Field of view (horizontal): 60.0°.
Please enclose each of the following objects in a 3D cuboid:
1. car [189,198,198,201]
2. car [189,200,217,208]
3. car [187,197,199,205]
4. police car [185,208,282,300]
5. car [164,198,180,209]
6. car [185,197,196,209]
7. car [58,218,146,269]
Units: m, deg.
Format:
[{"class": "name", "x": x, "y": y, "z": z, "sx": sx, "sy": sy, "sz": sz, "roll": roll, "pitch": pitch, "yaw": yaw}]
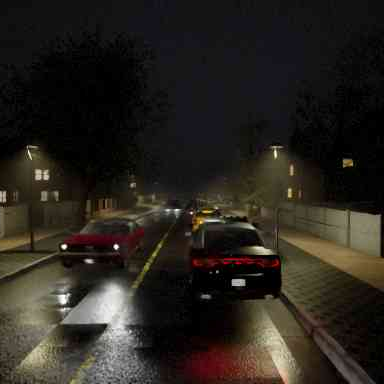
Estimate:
[{"class": "car", "x": 0.884, "y": 1.459, "z": 24.661, "sx": 1.801, "sy": 1.575, "sz": 5.366, "roll": 0, "pitch": 0, "yaw": 0}, {"class": "car", "x": 0.869, "y": 1.458, "z": 18.660, "sx": 1.801, "sy": 1.575, "sz": 5.366, "roll": 0, "pitch": 0, "yaw": 0}, {"class": "car", "x": 0.143, "y": 1.535, "z": 58.457, "sx": 2.033, "sy": 1.411, "sz": 5.357, "roll": 0, "pitch": 0, "yaw": 0}, {"class": "police car", "x": 0.844, "y": 1.427, "z": 8.578, "sx": 1.930, "sy": 1.638, "sz": 5.238, "roll": 0, "pitch": 0, "yaw": 0}, {"class": "car", "x": -2.640, "y": 1.561, "z": 45.120, "sx": 1.994, "sy": 1.385, "sz": 4.181, "roll": 0, "pitch": 0, "yaw": 0}, {"class": "car", "x": 0.130, "y": 1.489, "z": 45.101, "sx": 2.128, "sy": 1.511, "sz": 4.902, "roll": 0, "pitch": 0, "yaw": 1}, {"class": "car", "x": -2.825, "y": 1.603, "z": 11.384, "sx": 1.895, "sy": 1.301, "sz": 4.718, "roll": 0, "pitch": 0, "yaw": 0}]
